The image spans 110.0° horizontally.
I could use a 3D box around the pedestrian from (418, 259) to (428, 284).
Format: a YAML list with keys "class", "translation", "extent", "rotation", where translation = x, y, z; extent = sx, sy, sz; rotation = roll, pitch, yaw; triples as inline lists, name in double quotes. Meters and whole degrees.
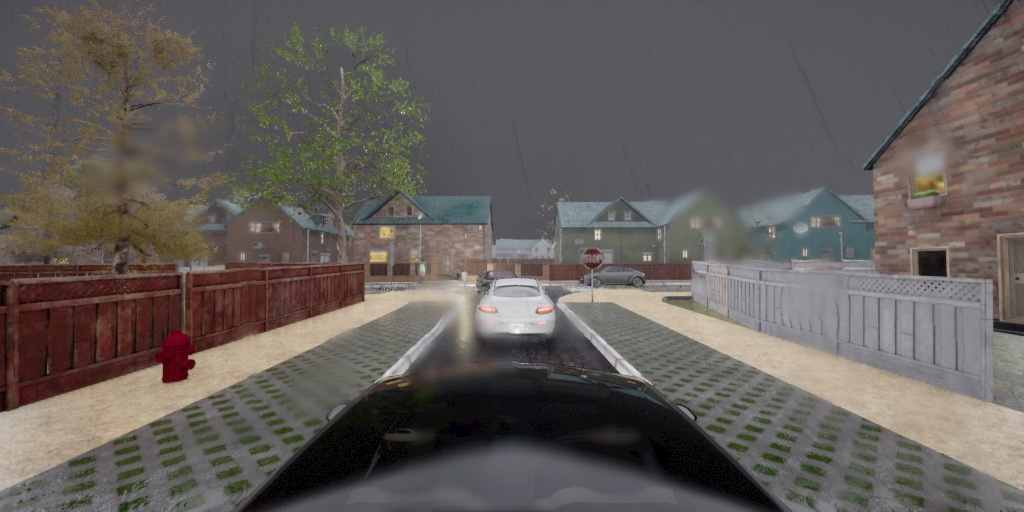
- class: "pedestrian"
  translation: [-6.683, 1.118, 26.716]
  extent: [0.375, 1.860, 0.375]
  rotation: [0, -1, 1]

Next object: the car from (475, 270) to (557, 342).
- class: "car"
  translation: [0.108, 1.279, 9.622]
  extent: [1.812, 1.442, 4.674]
  rotation: [0, 0, 0]

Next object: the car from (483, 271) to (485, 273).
- class: "car"
  translation: [-0.746, 1.366, 18.443]
  extent: [1.895, 1.301, 4.718]
  rotation: [0, -1, -12]

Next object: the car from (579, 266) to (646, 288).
- class: "car"
  translation: [6.554, 1.344, 23.612]
  extent: [4.181, 1.385, 1.994]
  rotation: [0, -1, 1]

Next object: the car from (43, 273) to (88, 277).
- class: "car"
  translation: [-25.594, 1.632, 21.113]
  extent: [4.718, 1.301, 1.895]
  rotation: [-1, -1, 1]
